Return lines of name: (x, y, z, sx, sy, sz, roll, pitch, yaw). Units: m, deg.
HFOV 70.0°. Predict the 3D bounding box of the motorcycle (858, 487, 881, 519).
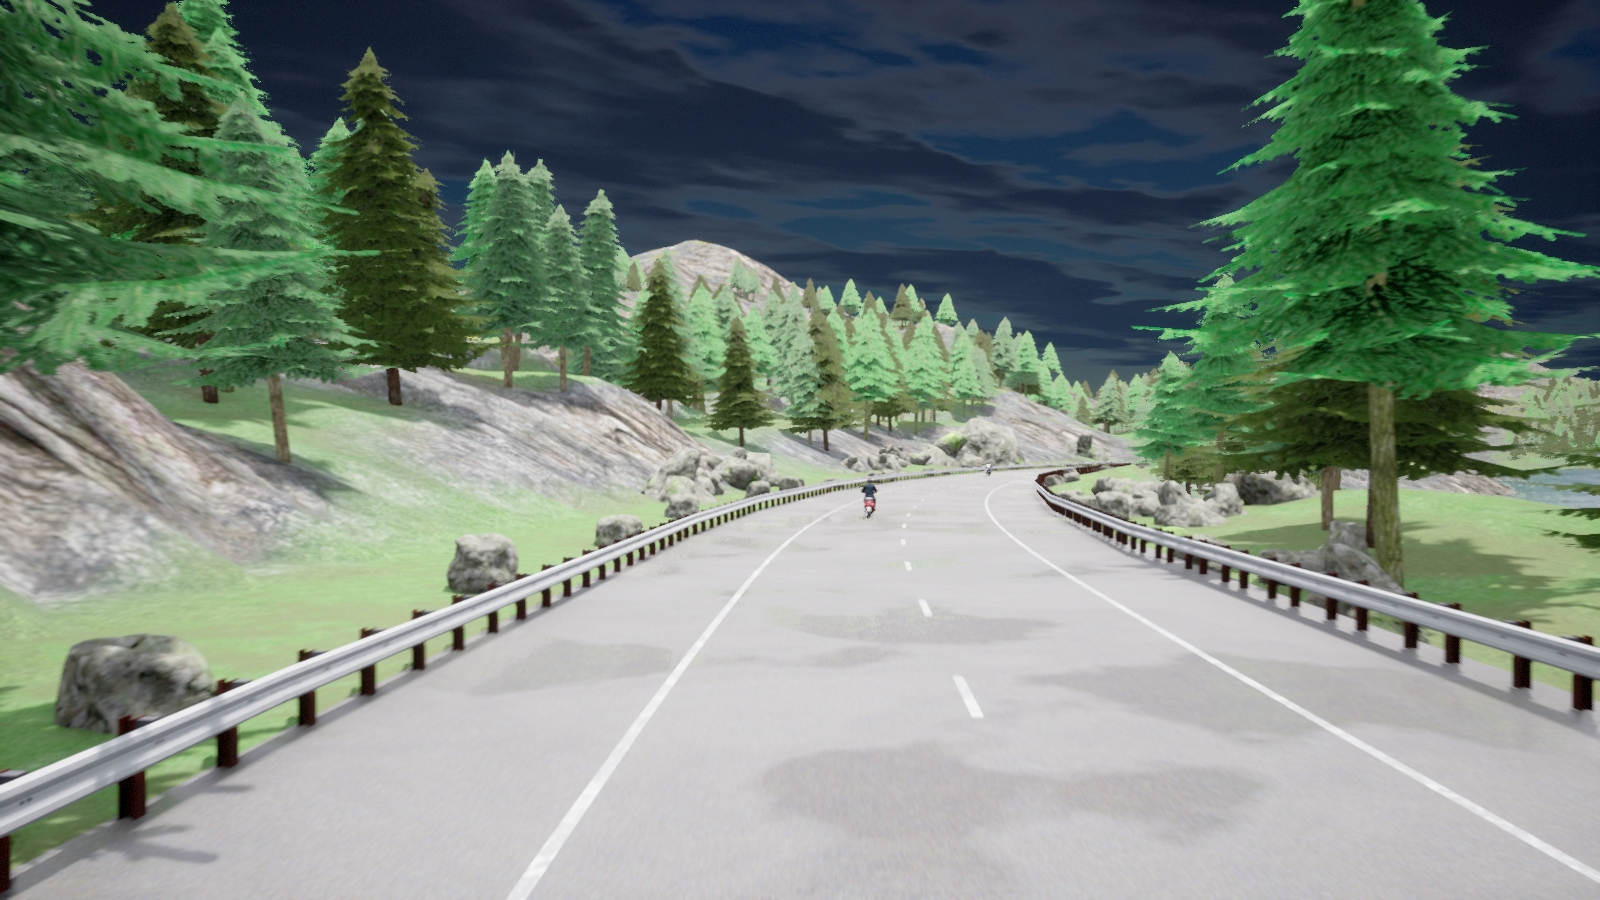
motorcycle: (2.897, 2.182, 47.593, 0.856, 1.236, 1.805, 0, 0, 7)
